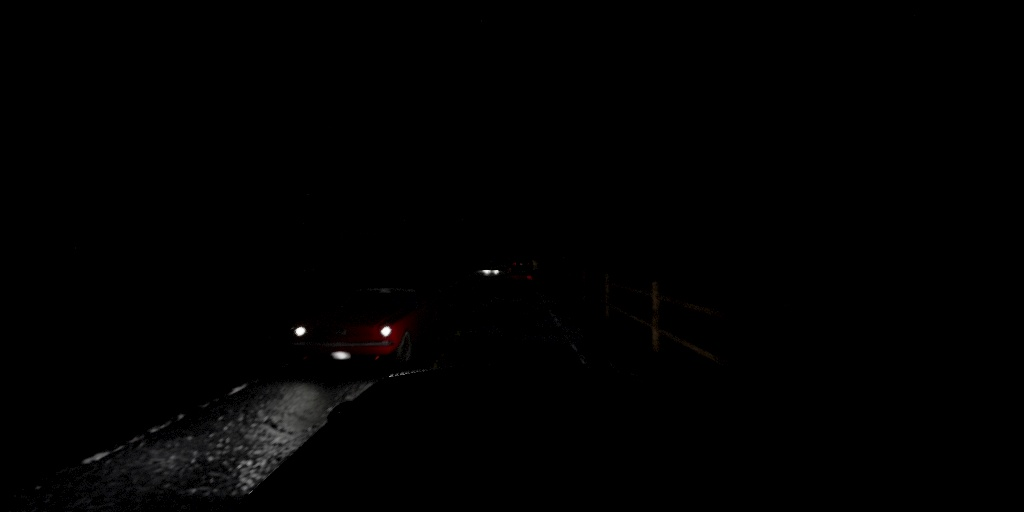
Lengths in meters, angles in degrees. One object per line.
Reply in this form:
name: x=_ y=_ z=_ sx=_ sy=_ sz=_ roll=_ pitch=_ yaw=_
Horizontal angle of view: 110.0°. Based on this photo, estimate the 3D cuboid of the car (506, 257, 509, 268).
car: x=0.027 y=1.285 z=59.401 sx=1.837 sy=1.490 sz=4.892 roll=0 pitch=0 yaw=0

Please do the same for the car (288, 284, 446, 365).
car: x=-2.847 y=1.350 z=8.186 sx=1.895 sy=1.301 sz=4.718 roll=0 pitch=0 yaw=0

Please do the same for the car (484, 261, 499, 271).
car: x=-2.798 y=1.334 z=50.399 sx=1.994 sy=1.385 sz=4.181 roll=0 pitch=0 yaw=0

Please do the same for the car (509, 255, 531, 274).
car: x=0.980 y=0.985 z=40.464 sx=2.150 sy=2.045 sz=5.566 roll=0 pitch=0 yaw=0
